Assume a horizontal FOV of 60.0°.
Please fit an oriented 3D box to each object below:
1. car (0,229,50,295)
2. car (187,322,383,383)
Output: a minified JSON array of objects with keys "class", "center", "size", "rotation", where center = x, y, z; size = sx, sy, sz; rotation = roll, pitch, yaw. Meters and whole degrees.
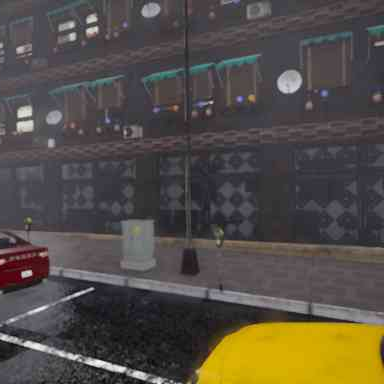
[{"class":"car","center":[-5.252,1.437,7.410],"size":[4.507,1.381,1.887],"rotation":[1,-1,24]},{"class":"car","center":[2.467,1.455,2.000],"size":[5.366,1.575,1.801],"rotation":[1,1,24]}]
